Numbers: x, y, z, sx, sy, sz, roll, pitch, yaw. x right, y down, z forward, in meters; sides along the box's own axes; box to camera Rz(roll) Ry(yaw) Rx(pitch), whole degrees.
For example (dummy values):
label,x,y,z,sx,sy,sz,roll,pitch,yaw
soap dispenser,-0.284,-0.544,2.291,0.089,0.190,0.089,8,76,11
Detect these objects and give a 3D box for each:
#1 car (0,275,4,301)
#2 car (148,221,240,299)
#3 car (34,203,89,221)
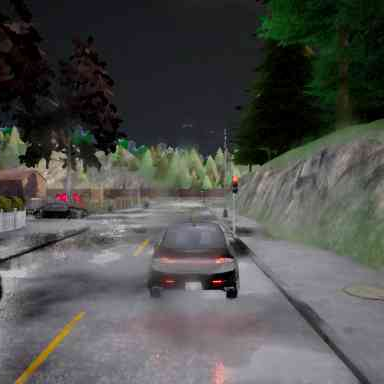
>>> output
label,x,y,z,sx,sy,sz,roll,pitch,yaw
car,-4.081,1.601,3.309,1.895,1.301,4.718,0,0,0
car,0.052,1.492,8.464,2.128,1.511,4.902,0,0,1
car,-10.533,1.564,26.971,4.181,1.385,1.994,0,0,6
